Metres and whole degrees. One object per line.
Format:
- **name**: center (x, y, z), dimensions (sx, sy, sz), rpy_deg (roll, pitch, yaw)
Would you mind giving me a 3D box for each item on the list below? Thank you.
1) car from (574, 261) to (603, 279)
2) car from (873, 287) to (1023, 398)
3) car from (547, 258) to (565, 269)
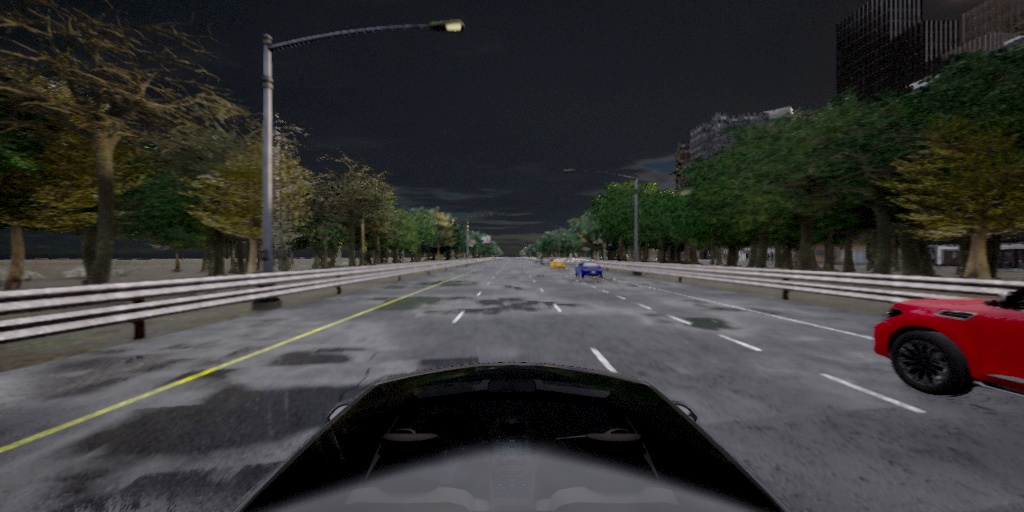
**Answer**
- **car**: center (7.037, 1.238, 33.381), dimensions (1.882, 1.535, 5.008), rpy_deg (0, 0, 0)
- **car**: center (6.998, 0.978, 3.448), dimensions (2.150, 2.045, 5.566), rpy_deg (0, 0, 0)
- **car**: center (7.094, 1.241, 56.400), dimensions (1.882, 1.535, 5.008), rpy_deg (0, 0, 0)
